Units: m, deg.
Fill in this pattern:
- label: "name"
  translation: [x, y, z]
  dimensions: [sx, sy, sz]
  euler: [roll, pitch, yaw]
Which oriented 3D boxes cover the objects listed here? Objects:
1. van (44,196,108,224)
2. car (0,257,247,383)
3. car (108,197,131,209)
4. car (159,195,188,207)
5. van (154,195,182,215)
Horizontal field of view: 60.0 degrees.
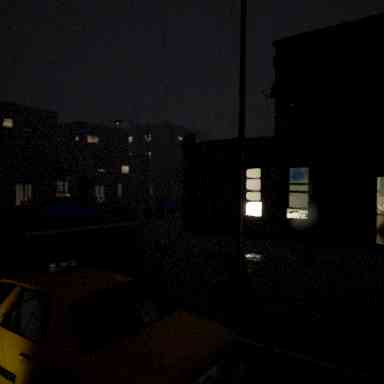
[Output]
- label: "van"
  translation: [-8.200, 1.184, 23.247]
  dimensions: [1.690, 1.788, 3.998]
  euler: [1, 0, 35]
- label: "car"
  translation: [-1.752, 1.484, 4.086]
  dimensions: [4.829, 1.417, 1.752]
  euler: [1, 1, 35]
- label: "car"
  translation: [-8.901, 1.242, 36.973]
  dimensions: [1.752, 1.417, 4.829]
  euler: [1, 0, 35]
- label: "car"
  translation: [-2.523, 1.189, 46.197]
  dimensions: [1.967, 1.590, 4.097]
  euler: [1, 0, 35]
- label: "van"
  translation: [-1.920, 1.212, 32.332]
  dimensions: [1.690, 1.788, 3.998]
  euler: [1, 0, 35]
